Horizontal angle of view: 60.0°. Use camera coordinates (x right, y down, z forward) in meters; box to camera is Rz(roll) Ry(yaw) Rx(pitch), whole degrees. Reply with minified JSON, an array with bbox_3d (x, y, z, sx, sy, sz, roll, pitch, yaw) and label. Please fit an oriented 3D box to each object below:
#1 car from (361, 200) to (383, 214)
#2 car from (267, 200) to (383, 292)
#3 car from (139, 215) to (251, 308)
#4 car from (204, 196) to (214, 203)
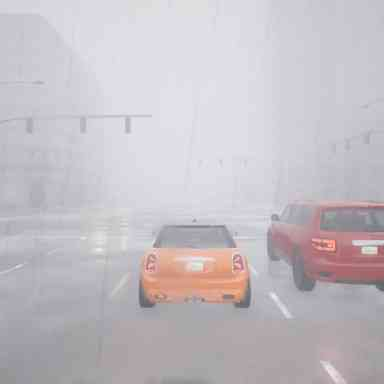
[{"bbox_3d":[20.493,1.564,35.263,4.181,1.385,1.994,0,0,1],"label":"car"},{"bbox_3d":[3.544,1.221,9.106,2.150,2.045,5.566,0,0,2],"label":"car"},{"bbox_3d":[0.066,1.352,8.082,2.097,1.767,4.553,0,0,1],"label":"car"},{"bbox_3d":[3.615,1.524,71.071,1.812,1.442,4.674,0,0,0],"label":"car"}]
